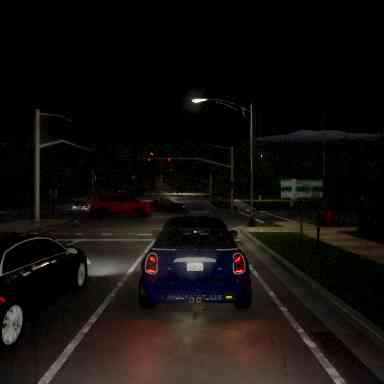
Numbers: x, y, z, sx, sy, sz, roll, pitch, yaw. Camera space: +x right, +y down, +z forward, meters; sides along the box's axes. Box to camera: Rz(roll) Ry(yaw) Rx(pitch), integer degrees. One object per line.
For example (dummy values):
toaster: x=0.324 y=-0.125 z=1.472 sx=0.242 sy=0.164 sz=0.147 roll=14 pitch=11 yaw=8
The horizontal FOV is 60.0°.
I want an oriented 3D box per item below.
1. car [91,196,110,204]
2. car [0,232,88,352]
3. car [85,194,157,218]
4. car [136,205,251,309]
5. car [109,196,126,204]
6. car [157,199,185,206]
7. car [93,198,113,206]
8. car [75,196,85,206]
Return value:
car: x=-17.786 y=1.491 z=64.875 sx=2.128 sy=1.511 sz=4.902 roll=0 pitch=0 yaw=1
car: x=-3.440 y=1.505 z=6.145 sx=1.837 sy=1.490 sz=4.892 roll=0 pitch=0 yaw=0
car: x=-6.242 y=1.221 z=29.756 sx=5.566 sy=2.045 sz=2.150 roll=0 pitch=0 yaw=1
car: x=0.070 y=1.352 z=8.049 sx=2.097 sy=1.767 sz=4.553 roll=0 pitch=0 yaw=0
car: x=-14.310 y=1.547 z=64.121 sx=2.033 sy=1.411 sz=5.357 roll=0 pitch=0 yaw=1
car: x=-2.910 y=1.525 z=36.754 sx=4.674 sy=1.442 sz=1.812 roll=0 pitch=0 yaw=0
car: x=-14.473 y=1.601 z=54.472 sx=1.895 sy=1.301 sz=4.718 roll=0 pitch=0 yaw=1
car: x=-17.941 y=1.477 z=55.685 sx=1.882 sy=1.535 sz=5.008 roll=0 pitch=0 yaw=1
